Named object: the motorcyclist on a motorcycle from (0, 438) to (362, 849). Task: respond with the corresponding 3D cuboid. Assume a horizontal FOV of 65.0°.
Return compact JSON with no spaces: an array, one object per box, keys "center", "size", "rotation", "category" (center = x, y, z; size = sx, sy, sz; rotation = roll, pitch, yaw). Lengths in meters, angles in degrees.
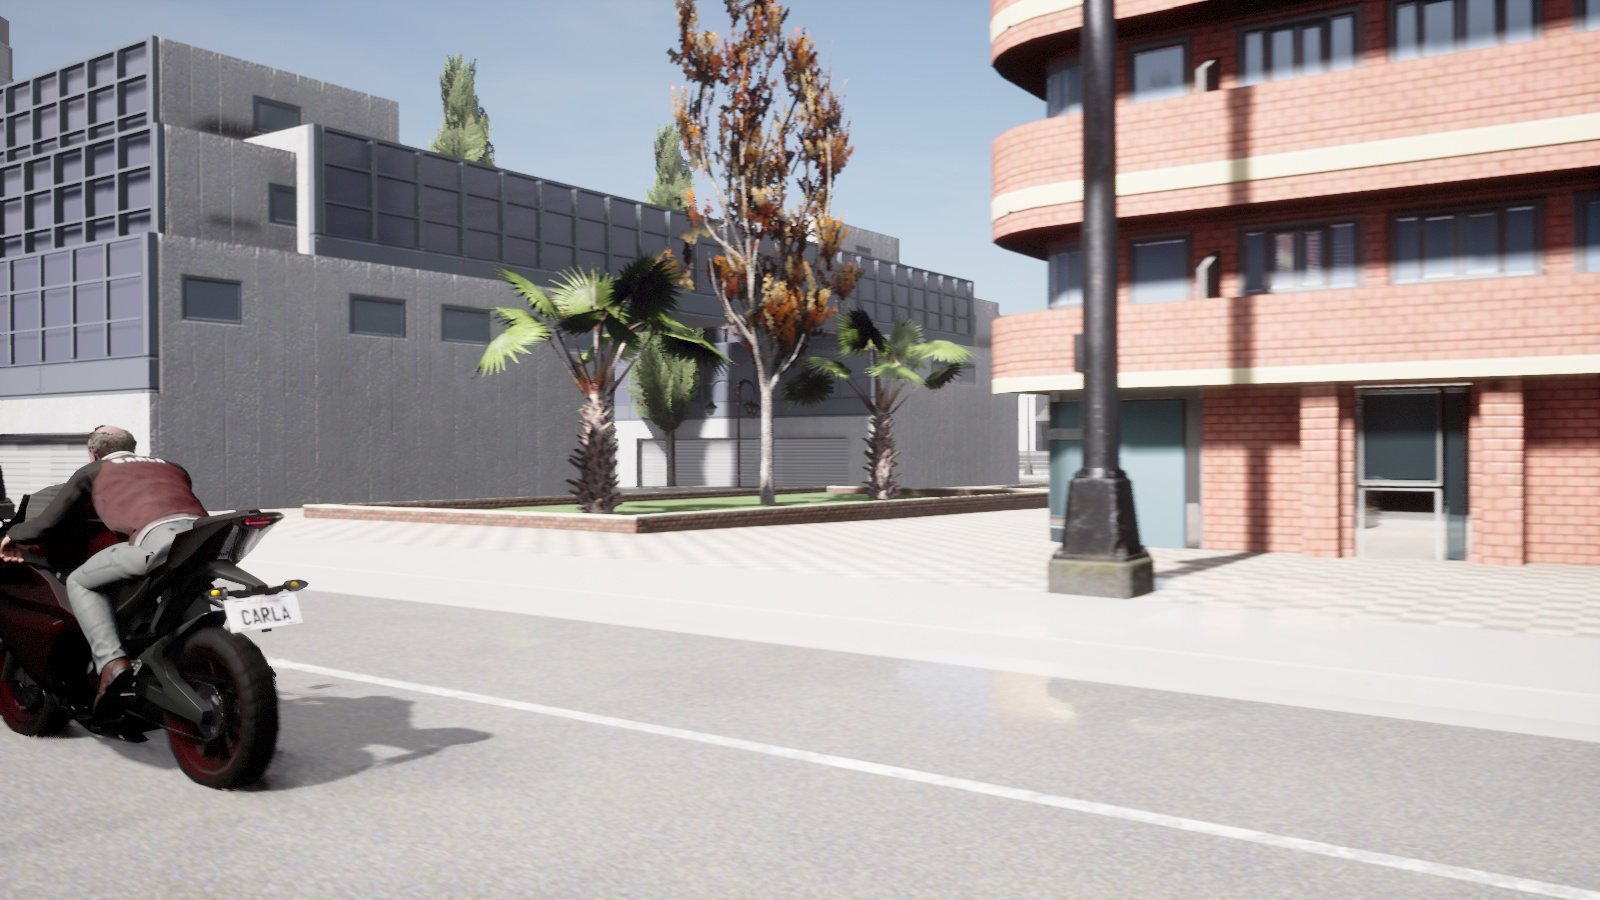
[{"center":[-3.049,0.723,5.650],"size":[2.191,1.530,0.866],"rotation":[0,1,34],"category":"motorcyclist on a motorcycle"}]
